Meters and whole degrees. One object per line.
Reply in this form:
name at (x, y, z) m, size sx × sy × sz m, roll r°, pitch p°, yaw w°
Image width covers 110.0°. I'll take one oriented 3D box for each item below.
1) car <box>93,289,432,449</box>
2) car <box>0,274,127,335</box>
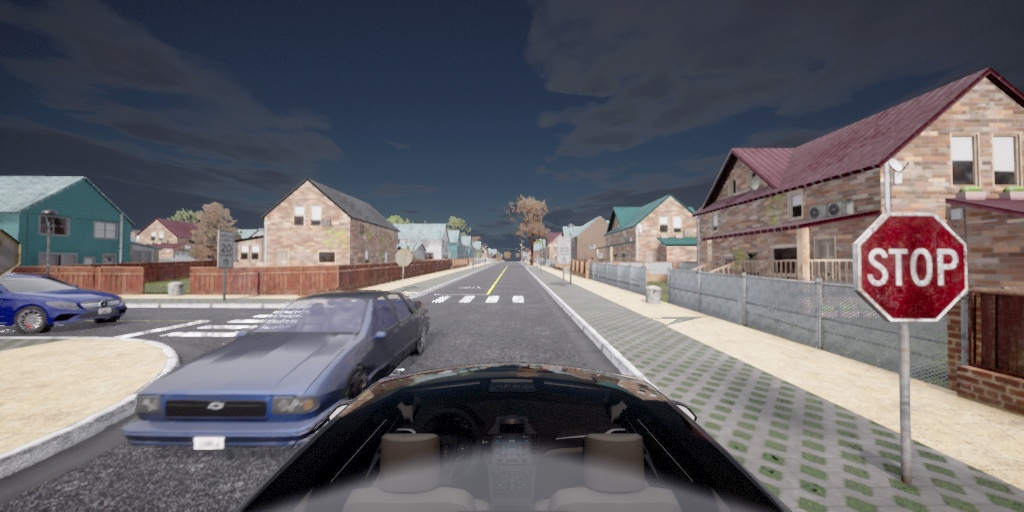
car at (-2.717, 1.292, 5.893) m, size 2.033 × 1.411 × 5.357 m, roll 0°, pitch 0°, yaw 0°
car at (-13.182, 1.199, 9.450) m, size 4.674 × 1.442 × 1.812 m, roll 0°, pitch -1°, yaw -3°
